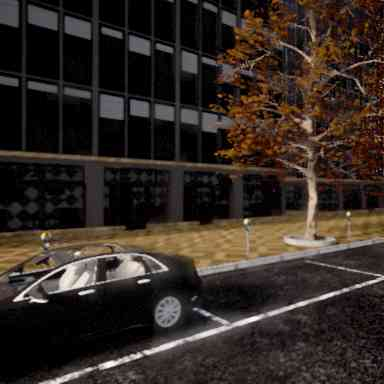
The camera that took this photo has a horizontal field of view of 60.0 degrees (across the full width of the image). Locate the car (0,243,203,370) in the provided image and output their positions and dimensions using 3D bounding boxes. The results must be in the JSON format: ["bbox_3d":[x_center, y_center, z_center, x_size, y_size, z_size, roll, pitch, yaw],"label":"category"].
[{"bbox_3d":[-1.857,1.550,5.232,4.403,1.369,2.008,0,0,-35],"label":"car"}]
